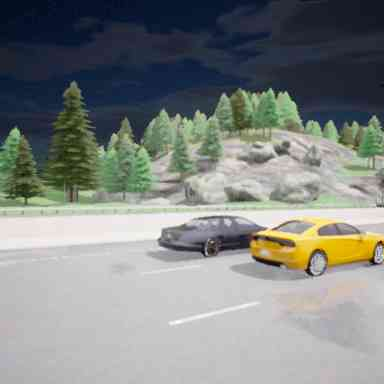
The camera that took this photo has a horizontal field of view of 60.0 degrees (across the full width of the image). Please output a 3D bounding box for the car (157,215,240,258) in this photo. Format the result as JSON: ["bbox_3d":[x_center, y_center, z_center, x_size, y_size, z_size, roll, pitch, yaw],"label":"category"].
[{"bbox_3d":[1.342,1.604,12.933,5.357,1.411,2.033,1,0,-32],"label":"car"}]

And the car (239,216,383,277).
[{"bbox_3d":[4.137,1.551,10.535,5.008,1.535,1.882,0,0,-32],"label":"car"}]
